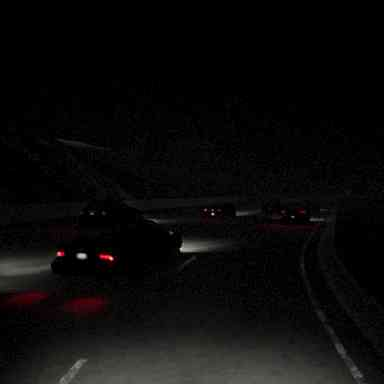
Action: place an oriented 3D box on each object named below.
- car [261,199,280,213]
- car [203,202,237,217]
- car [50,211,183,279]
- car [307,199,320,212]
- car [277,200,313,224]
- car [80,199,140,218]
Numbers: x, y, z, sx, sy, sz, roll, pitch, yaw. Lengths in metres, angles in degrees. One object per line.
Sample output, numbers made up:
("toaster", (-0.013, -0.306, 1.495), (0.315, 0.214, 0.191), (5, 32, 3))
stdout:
("car", (8.963, 1.534, 36.554), (1.882, 1.535, 5.008), (0, 0, 24))
("car", (2.696, 1.614, 30.939), (1.895, 1.301, 4.718), (0, 0, 23))
("car", (-1.862, 1.532, 10.094), (2.033, 1.411, 5.357), (0, 0, 16))
("car", (14.779, 1.622, 41.183), (1.812, 1.442, 4.674), (0, 0, 24))
("car", (8.017, 1.577, 25.576), (1.812, 1.442, 4.674), (0, 0, 23))
("car", (-5.107, 1.312, 21.589), (2.097, 1.767, 4.553), (0, 0, 22))
